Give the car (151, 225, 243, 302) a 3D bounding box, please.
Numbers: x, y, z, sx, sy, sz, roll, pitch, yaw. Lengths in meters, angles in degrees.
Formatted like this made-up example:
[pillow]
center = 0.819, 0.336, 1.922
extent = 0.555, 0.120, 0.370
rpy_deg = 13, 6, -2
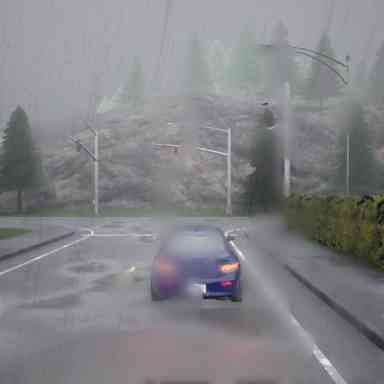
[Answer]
[car]
center = 0.107, 1.526, 8.130
extent = 1.812, 1.442, 4.674
rpy_deg = 0, 0, 0
